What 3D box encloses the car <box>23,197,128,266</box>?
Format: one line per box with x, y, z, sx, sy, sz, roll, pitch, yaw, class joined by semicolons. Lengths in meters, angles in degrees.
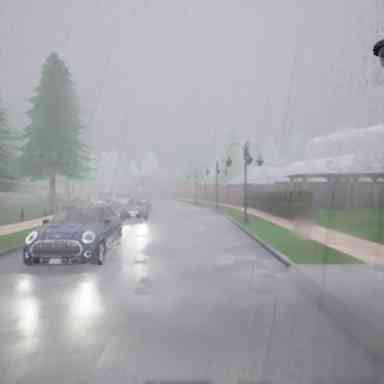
-3.673;1.219;11.070;2.097;1.767;4.553;0;1;-1;car

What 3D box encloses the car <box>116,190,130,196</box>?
-15.554;0.413;75.134;2.097;1.767;4.553;-1;1;-33;car

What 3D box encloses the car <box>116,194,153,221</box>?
-3.849;1.183;23.841;2.128;1.511;4.902;0;1;-2;car

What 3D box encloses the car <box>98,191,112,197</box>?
-22.015;0.469;84.202;1.837;1.490;4.892;-1;1;-39;car
